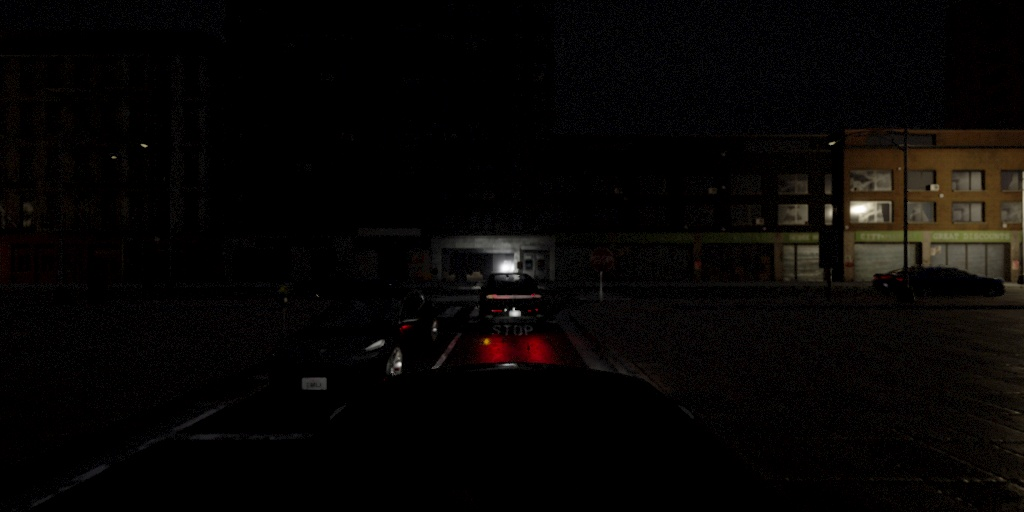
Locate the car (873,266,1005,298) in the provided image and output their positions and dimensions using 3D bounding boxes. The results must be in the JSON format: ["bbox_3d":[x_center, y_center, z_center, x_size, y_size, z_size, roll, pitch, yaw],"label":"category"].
[{"bbox_3d":[20.715,1.250,17.493,5.008,1.535,1.882,0,0,0],"label":"car"}]

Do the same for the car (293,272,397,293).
[{"bbox_3d":[-7.860,1.432,17.564,4.718,1.301,1.895,0,0,0],"label":"car"}]

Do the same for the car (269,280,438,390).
[{"bbox_3d":[-2.627,1.337,6.951,1.948,1.339,4.313,0,0,0],"label":"car"}]

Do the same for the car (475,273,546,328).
[{"bbox_3d":[-0.137,1.283,11.680,2.128,1.511,4.902,0,0,-5],"label":"car"}]
